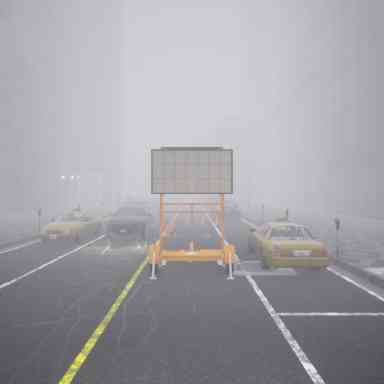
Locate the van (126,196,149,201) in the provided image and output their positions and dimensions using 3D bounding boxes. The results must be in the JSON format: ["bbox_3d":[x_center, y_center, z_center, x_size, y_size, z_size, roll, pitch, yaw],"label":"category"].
[{"bbox_3d":[-5.665,1.334,33.221,1.690,1.788,3.998,0,0,0],"label":"van"}]

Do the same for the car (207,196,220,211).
[{"bbox_3d":[2.860,1.433,33.205,1.967,1.590,4.097,0,0,0],"label":"car"}]

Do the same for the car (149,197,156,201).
[{"bbox_3d":[-5.666,1.564,38.860,1.947,1.339,4.313,0,0,0],"label":"car"}]

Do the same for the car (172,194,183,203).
[{"bbox_3d":[-2.999,1.659,72.158,1.895,1.301,4.718,0,0,0],"label":"car"}]

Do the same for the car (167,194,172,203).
[{"bbox_3d":[-5.666,1.631,67.055,1.802,1.307,4.206,0,0,0],"label":"car"}]

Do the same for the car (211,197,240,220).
[{"bbox_3d":[2.859,1.430,27.567,1.967,1.590,4.097,0,0,0],"label":"car"}]

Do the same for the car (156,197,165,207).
[{"bbox_3d":[-5.666,1.457,50.138,1.967,1.590,4.097,0,0,0],"label":"car"}]

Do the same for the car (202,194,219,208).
[{"bbox_3d":[2.859,1.322,44.485,2.192,1.841,5.009,0,0,0],"label":"car"}]

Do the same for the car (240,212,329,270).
[{"bbox_3d":[2.866,1.520,10.851,1.752,1.417,4.829,0,0,1],"label":"car"}]

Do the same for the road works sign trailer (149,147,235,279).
[{"bbox_3d":[0.000,0.460,9.960,2.380,3.560,2.880,0,0,0],"label":"road works sign trailer"}]

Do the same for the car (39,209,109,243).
[{"bbox_3d":[-5.667,1.519,16.096,1.752,1.417,4.829,0,0,1],"label":"car"}]

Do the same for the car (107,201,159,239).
[{"bbox_3d":[-3.099,1.469,17.451,1.882,1.535,5.008,0,0,0],"label":"car"}]

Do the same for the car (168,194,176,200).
[{"bbox_3d":[-5.667,1.455,95.249,2.192,1.841,5.009,0,0,0],"label":"car"}]

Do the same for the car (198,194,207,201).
[{"bbox_3d":[2.858,1.433,89.601,2.192,1.841,5.009,0,0,0],"label":"car"}]

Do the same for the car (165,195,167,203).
[{"bbox_3d":[-5.666,1.572,55.776,1.887,1.381,4.507,0,0,0],"label":"car"}]

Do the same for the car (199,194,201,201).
[{"bbox_3d":[2.859,1.478,61.403,1.967,1.590,4.097,0,0,0],"label":"car"}]

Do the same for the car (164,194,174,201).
[{"bbox_3d":[-5.667,1.410,83.970,2.192,1.841,5.009,0,0,0],"label":"car"}]
